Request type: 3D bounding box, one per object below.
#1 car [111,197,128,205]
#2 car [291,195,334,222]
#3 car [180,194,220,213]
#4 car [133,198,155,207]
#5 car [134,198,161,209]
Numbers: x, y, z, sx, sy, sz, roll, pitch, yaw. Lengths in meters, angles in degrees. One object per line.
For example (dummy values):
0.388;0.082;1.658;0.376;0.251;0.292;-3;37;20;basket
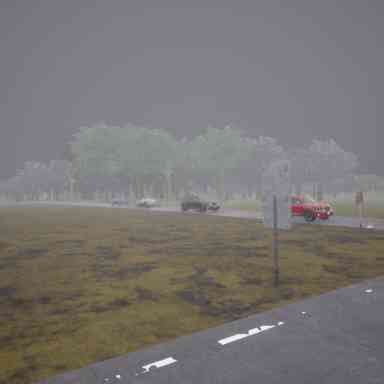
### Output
-14.086;1.776;64.714;2.128;1.511;4.902;-2;0;-36;car
8.890;1.281;27.824;2.150;2.045;5.566;-2;1;-36;car
0.848;1.324;38.947;2.150;2.045;5.566;-2;1;-37;car
-8.208;1.700;56.572;1.812;1.442;4.674;-2;1;-36;car
-6.417;1.709;49.104;1.812;1.442;4.674;-2;1;-35;car
